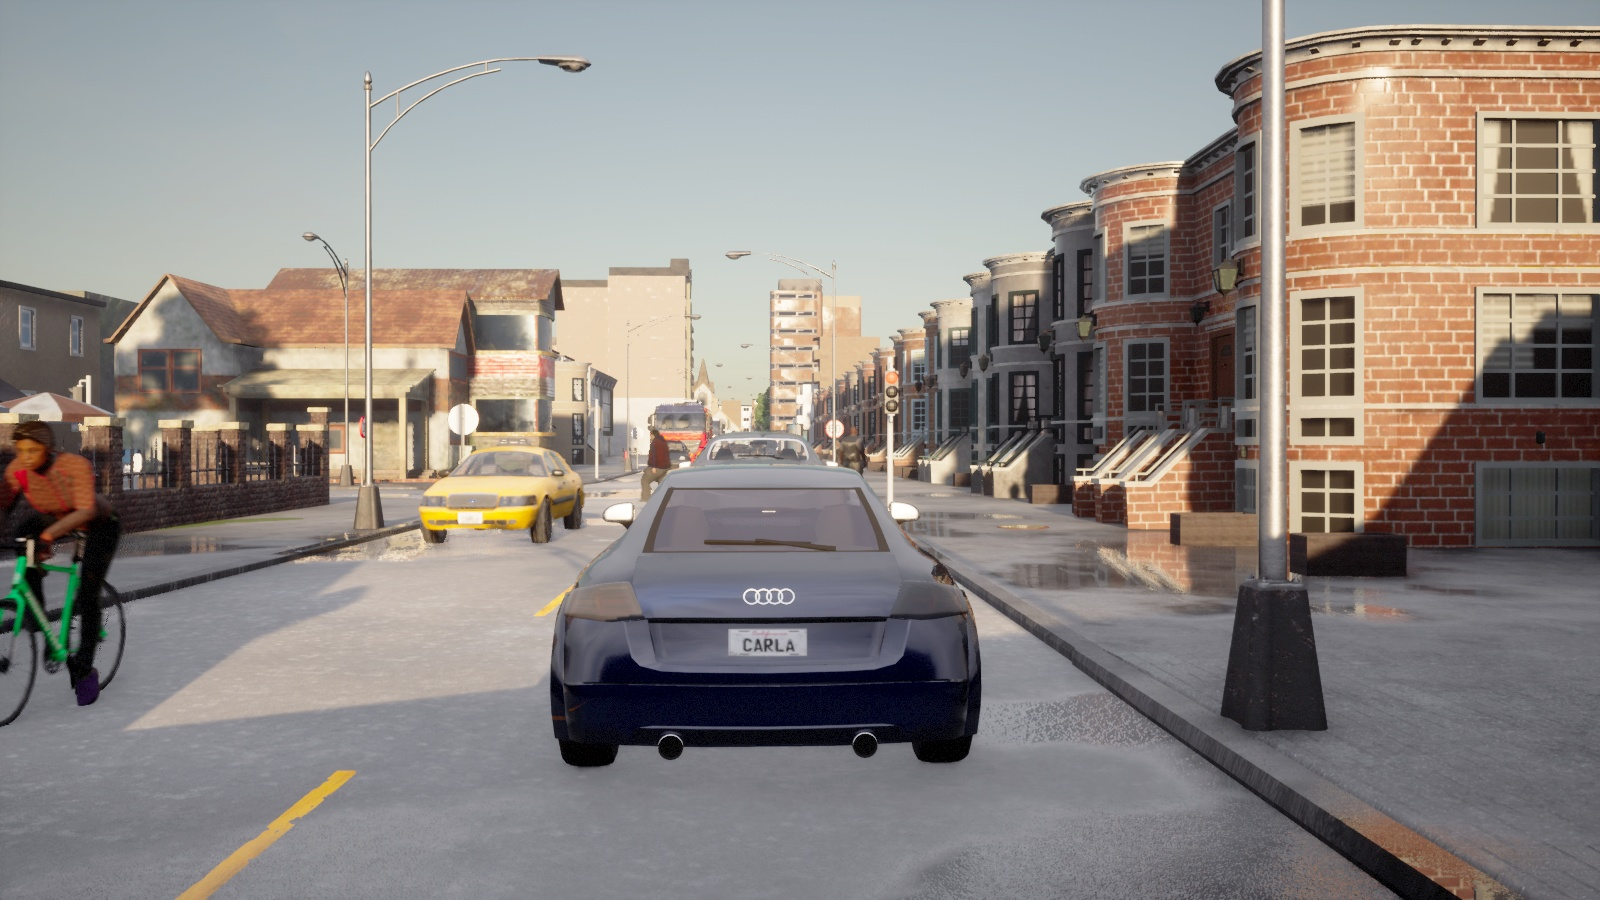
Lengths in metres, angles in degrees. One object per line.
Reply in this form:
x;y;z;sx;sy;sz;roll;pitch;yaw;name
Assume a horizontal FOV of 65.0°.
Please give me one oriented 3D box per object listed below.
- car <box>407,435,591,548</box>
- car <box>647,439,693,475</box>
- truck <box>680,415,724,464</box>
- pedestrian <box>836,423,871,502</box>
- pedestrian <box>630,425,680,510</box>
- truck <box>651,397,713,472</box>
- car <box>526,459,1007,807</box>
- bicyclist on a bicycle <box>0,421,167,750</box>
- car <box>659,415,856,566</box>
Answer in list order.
-4.654;0.567;20.267;1.801;1.575;5.366;0;0;-1;car
-5.971;0.312;58.107;1.851;1.617;3.988;0;0;-2;car
-7.142;-0.767;92.703;2.891;3.462;7.936;0;1;-2;truck
1.287;0.286;30.321;0.563;1.883;0.849;0;0;25;pedestrian
-3.212;0.382;27.756;0.899;1.844;0.634;0;0;27;pedestrian
-6.322;-0.810;68.437;2.891;3.827;8.468;0;0;-2;truck
-0.217;0.769;7.301;1.994;1.385;4.181;0;0;-2;car
-4.213;0.656;6.987;0.582;1.620;1.656;0;1;-2;bicyclist on a bicycle
-0.538;0.433;16.299;2.152;1.651;5.027;0;0;-2;car
